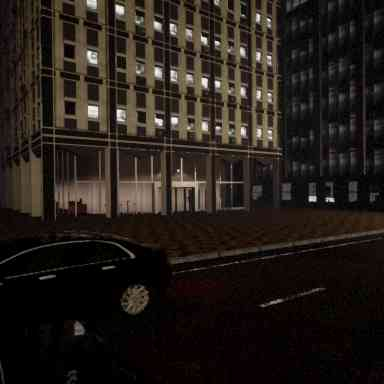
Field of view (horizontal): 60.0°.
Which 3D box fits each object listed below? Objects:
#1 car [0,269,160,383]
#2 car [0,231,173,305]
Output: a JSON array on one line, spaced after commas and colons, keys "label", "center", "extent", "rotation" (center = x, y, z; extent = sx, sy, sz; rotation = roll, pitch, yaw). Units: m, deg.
[{"label": "car", "center": [-2.617, 1.601, 1.817], "extent": [4.718, 1.301, 1.895], "rotation": [0, 0, -36]}, {"label": "car", "center": [-2.653, 1.504, 5.788], "extent": [4.892, 1.490, 1.837], "rotation": [0, 0, -36]}]
